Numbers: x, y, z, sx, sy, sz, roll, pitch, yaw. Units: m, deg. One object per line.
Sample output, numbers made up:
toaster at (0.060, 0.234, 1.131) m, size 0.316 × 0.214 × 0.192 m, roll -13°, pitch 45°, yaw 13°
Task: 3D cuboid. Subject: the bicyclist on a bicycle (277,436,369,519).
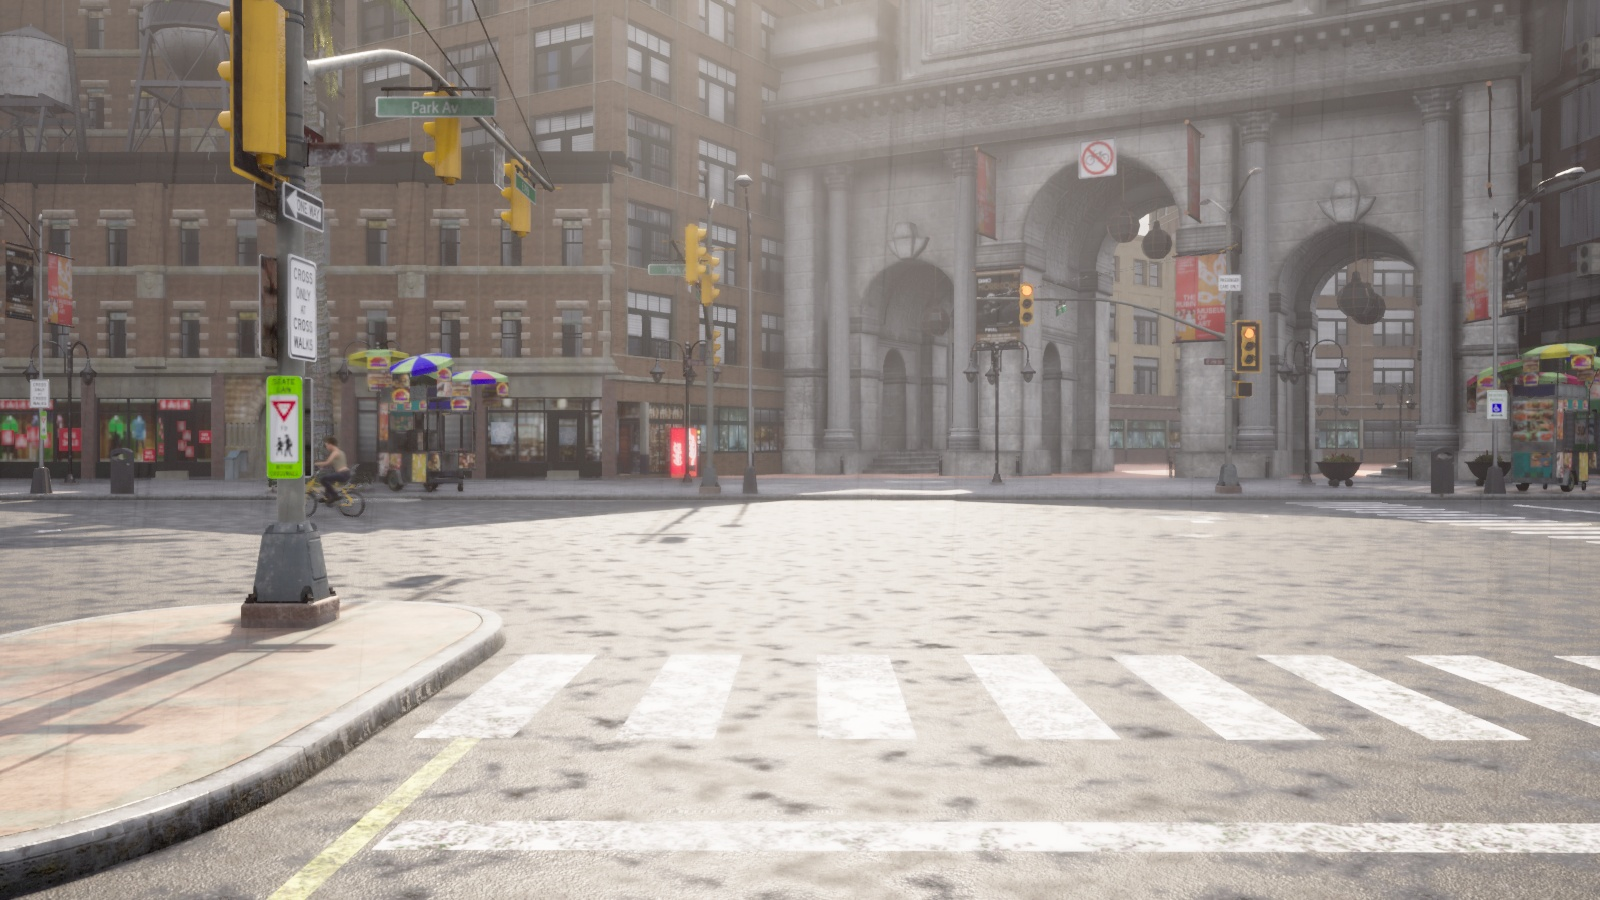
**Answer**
bicyclist on a bicycle at (-9.502, 0.534, 25.053) m, size 1.509 × 1.612 × 0.866 m, roll 0°, pitch 0°, yaw 0°
